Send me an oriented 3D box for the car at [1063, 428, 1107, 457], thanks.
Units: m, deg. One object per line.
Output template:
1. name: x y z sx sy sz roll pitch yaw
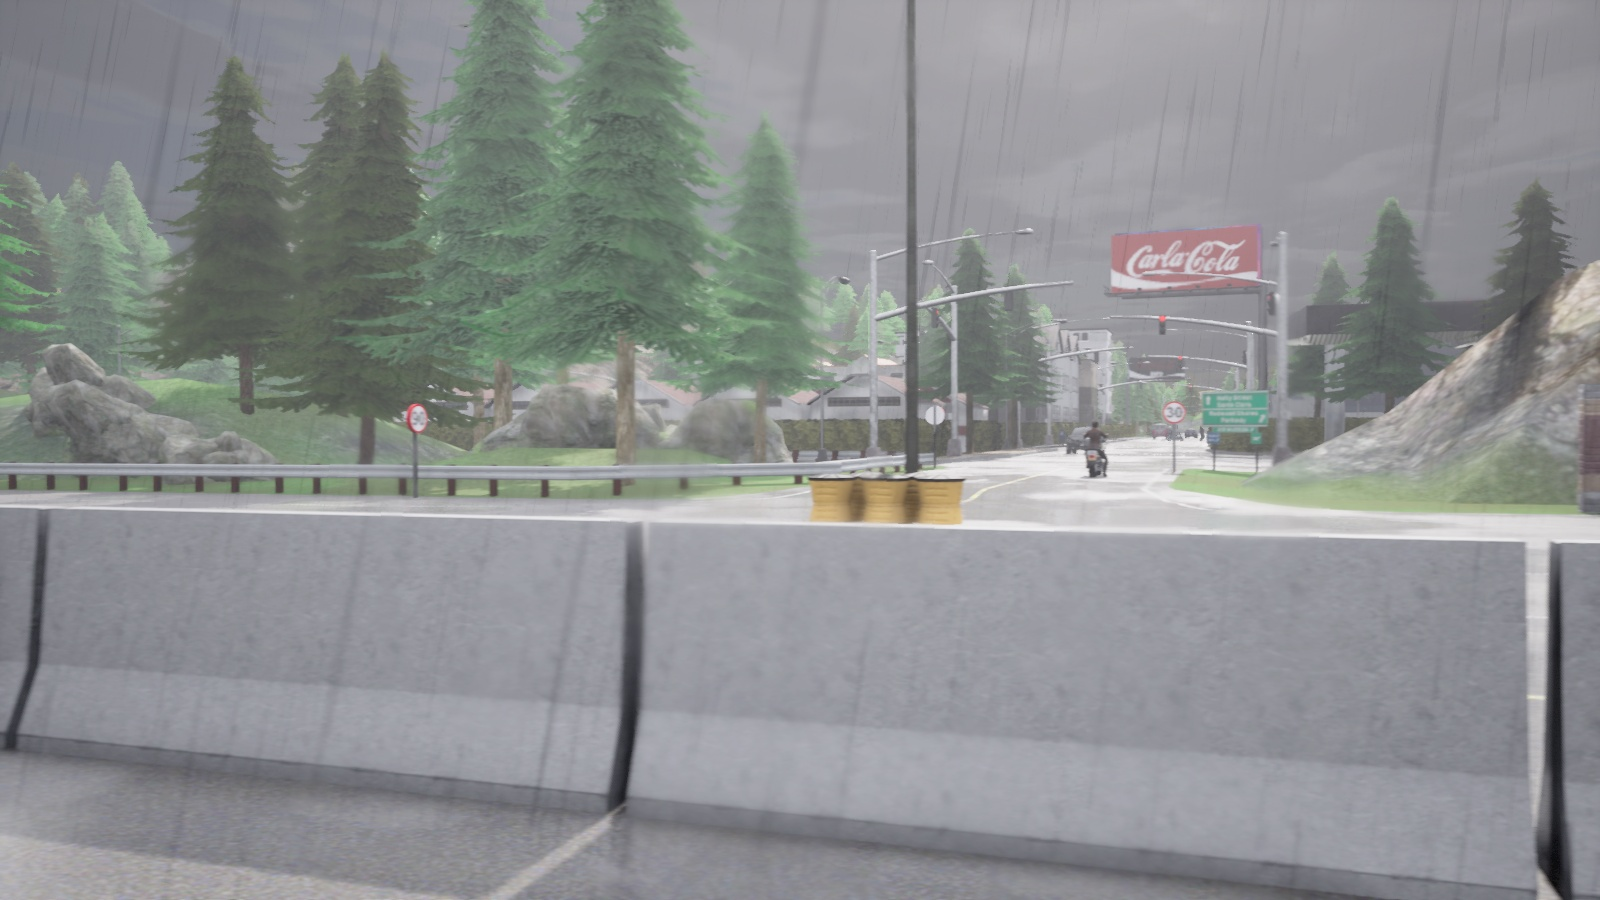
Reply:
1. car: 15.739 -0.400 69.288 1.837 1.490 4.892 2 1 19

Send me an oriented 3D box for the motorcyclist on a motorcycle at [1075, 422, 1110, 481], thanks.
1. motorcyclist on a motorcycle: 8.425 0.034 36.121 0.766 1.649 2.350 1 1 18
